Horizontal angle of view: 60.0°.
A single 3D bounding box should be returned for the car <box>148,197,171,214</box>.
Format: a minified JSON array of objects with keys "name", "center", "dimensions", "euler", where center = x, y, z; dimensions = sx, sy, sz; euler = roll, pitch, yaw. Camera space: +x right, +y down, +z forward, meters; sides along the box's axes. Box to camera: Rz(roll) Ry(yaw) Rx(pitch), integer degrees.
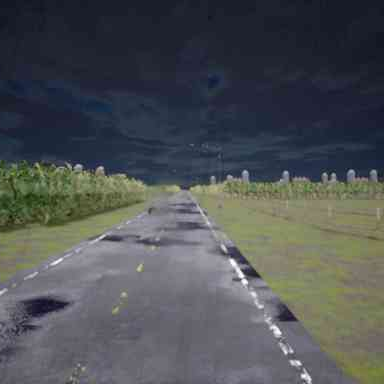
[{"name":"car","center":[-3.176,1.284,33.024],"dimensions":[1.837,1.490,4.892],"euler":[0,0,-1]}]
